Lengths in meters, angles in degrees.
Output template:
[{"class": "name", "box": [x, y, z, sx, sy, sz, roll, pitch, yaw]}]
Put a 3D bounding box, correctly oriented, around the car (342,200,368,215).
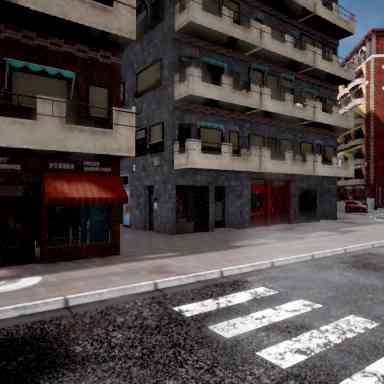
[{"class": "car", "box": [17.669, 1.656, 36.865, 1.882, 1.535, 5.008, 0, 0, 5]}]
